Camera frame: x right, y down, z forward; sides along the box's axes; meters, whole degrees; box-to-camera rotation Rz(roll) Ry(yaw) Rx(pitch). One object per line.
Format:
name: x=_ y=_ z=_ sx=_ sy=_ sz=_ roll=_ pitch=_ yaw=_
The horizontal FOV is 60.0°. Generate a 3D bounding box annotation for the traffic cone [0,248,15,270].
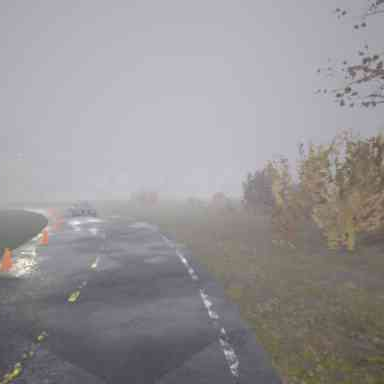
traffic cone: x=-5.379 y=1.922 z=9.675 sx=0.340 sy=0.580 sz=0.340 roll=0 pitch=0 yaw=-10

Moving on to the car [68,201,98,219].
car: x=-9.360 y=1.468 z=28.382 sx=1.994 sy=1.385 sz=4.181 roll=0 pitch=0 yaw=-27

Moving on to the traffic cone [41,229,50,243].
traffic cone: x=-6.351 y=1.897 z=14.393 sx=0.340 sy=0.580 sz=0.340 roll=0 pitch=0 yaw=-14

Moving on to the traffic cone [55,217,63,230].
traffic cone: x=-7.667 y=1.879 z=19.028 sx=0.340 sy=0.580 sz=0.340 roll=0 pitch=0 yaw=-18

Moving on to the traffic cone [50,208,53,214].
traffic cone: x=-13.595 y=1.860 z=32.182 sx=0.340 sy=0.580 sz=0.340 roll=0 pitch=0 yaw=-31
